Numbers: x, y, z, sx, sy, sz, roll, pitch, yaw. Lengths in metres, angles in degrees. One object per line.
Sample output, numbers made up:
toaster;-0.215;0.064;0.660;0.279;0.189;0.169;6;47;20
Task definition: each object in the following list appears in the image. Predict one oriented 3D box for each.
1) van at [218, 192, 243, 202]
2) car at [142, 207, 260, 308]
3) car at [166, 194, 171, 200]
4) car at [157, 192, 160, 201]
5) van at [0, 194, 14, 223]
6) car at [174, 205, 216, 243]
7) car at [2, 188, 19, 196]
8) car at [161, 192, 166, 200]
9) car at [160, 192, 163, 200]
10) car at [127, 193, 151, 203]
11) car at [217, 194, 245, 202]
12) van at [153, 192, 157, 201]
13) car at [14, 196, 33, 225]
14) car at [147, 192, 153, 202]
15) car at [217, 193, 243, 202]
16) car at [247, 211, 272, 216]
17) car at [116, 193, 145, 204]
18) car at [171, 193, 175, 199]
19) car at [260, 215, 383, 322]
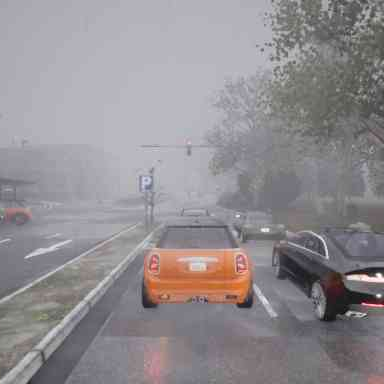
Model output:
van;7.212;1.048;63.609;4.442;1.987;1.878;1;0;-14
car;0.102;1.364;8.092;2.097;1.767;4.553;0;0;0
car;-8.548;1.365;84.931;4.674;1.452;2.002;-1;0;-12
car;-10.094;1.328;72.951;4.892;1.521;2.231;-1;0;-14
van;-13.625;1.298;20.208;4.442;1.987;1.878;-1;0;-20
car;0.151;1.533;17.178;1.837;1.490;4.892;0;0;1
car;-28.223;0.141;51.844;2.002;1.452;4.674;6;-3;-19
car;-9.356;1.366;78.948;4.674;1.452;2.002;-1;0;-13
car;-9.725;1.366;75.946;4.674;1.452;2.002;-1;0;-13
car;-10.781;1.202;66.939;4.553;1.767;2.185;-1;0;-14
car;8.125;1.270;69.573;5.366;1.575;1.946;1;0;-13
van;-10.319;1.099;69.979;4.442;1.987;1.878;-1;0;-14
car;-13.653;1.405;23.185;4.553;1.767;2.185;-1;0;-19
car;-10.871;1.321;63.987;5.366;1.575;1.946;-1;0;-15
car;7.592;1.148;66.579;4.553;1.767;2.185;1;0;-14
car;3.142;1.589;16.128;1.994;1.385;4.181;0;0;1
car;-11.513;1.364;60.994;4.792;1.488;2.163;-1;0;-15
car;-8.101;1.073;87.938;5.566;2.045;2.435;-1;0;-12
car;3.101;1.502;7.215;2.128;1.511;4.902;0;0;0
